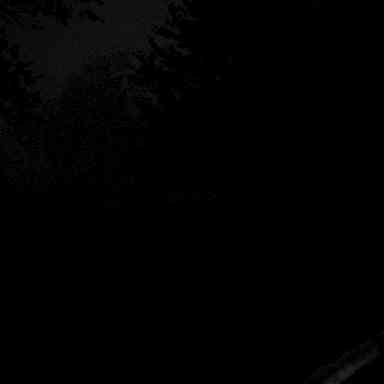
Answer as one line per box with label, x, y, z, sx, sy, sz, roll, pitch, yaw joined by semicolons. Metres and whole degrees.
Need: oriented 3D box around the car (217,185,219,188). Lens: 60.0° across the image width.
car;7.608;-1.121;83.598;2.231;1.521;4.892;5;1;27
